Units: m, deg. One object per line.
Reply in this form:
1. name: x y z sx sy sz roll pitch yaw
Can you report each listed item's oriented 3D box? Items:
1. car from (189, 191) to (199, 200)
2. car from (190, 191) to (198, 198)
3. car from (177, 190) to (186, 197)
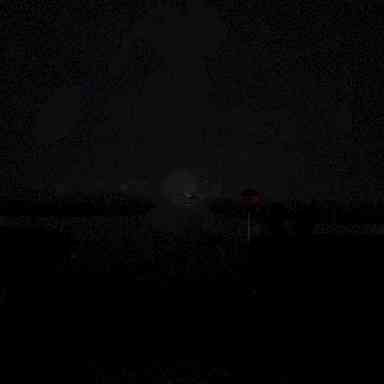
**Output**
1. car: 0.410 0.832 67.692 1.812 1.442 4.674 0 1 0
2. car: 0.472 0.487 77.722 1.837 1.490 4.892 0 1 0
3. car: -2.309 0.296 72.729 1.882 1.535 5.008 0 1 0
